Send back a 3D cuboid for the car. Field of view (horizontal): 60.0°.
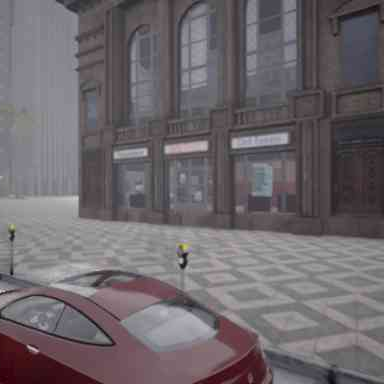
[{"bbox_3d":[-1.195,1.588,3.816,4.206,1.307,1.802,0,0,35],"label":"car"}]
